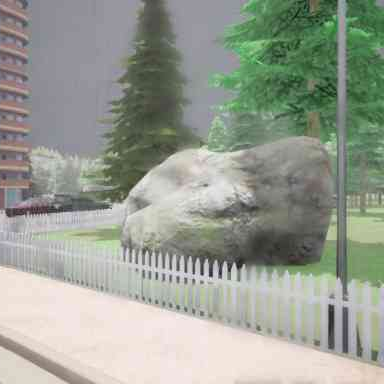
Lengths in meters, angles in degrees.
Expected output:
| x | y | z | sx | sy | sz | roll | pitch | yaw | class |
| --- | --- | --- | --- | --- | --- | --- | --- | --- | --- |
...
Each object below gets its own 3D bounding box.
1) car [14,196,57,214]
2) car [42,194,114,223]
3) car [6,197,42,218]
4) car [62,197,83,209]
| x | y | z | sx | sy | sz | roll | pitch | yaw | class |
| --- | --- | --- | --- | --- | --- | --- | --- | --- | --- |
| -16.727 | 1.297 | 35.864 | 2.097 | 1.767 | 4.553 | 0 | 0 | 8 | car |
| -8.363 | 1.166 | 25.634 | 2.150 | 2.045 | 5.566 | 0 | 0 | 22 | car |
| -14.466 | 1.422 | 30.220 | 1.882 | 1.535 | 5.008 | 0 | 0 | 15 | car |
| -16.446 | 1.449 | 45.900 | 1.837 | 1.490 | 4.892 | 0 | 0 | -8 | car |
